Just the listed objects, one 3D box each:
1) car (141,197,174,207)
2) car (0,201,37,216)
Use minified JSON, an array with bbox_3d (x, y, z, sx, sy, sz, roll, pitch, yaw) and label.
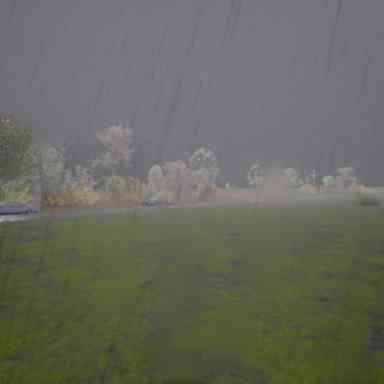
[{"bbox_3d":[-4.828,1.391,47.254,2.033,1.411,5.357,0,1,36],"label":"car"},{"bbox_3d":[-17.037,1.571,30.548,2.033,1.411,5.357,0,0,36],"label":"car"}]
